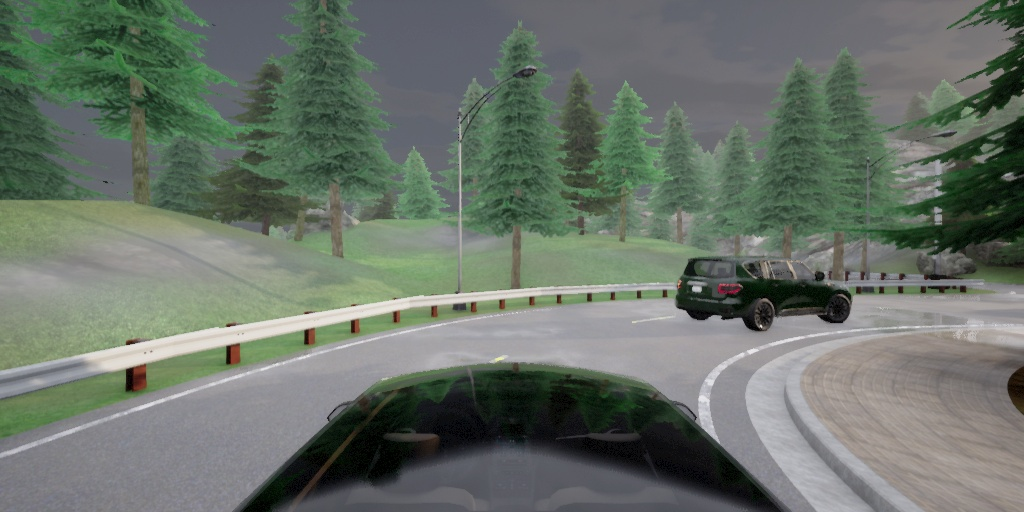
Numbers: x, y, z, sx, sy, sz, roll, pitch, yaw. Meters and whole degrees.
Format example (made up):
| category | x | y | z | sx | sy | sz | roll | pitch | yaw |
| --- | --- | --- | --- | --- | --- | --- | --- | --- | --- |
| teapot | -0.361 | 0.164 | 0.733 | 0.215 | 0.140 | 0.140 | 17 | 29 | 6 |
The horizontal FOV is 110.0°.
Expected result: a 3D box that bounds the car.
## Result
| category | x | y | z | sx | sy | sz | roll | pitch | yaw |
| --- | --- | --- | --- | --- | --- | --- | --- | --- | --- |
| car | 7.630 | 1.012 | 10.917 | 5.566 | 2.045 | 2.150 | 0 | 0 | -21 |
